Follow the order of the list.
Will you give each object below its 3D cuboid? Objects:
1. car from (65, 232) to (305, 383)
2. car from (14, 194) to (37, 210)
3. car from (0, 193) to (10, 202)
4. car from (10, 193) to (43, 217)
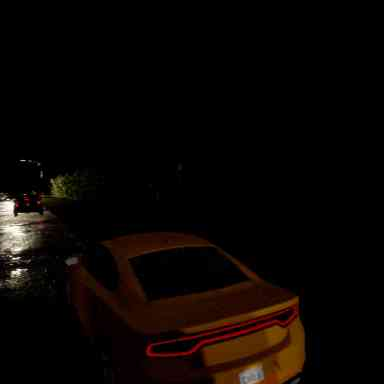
[{"bbox_3d":[-0.671,1.339,4.927,1.882,1.535,5.008,-3,2,-28],"label":"car"},{"bbox_3d":[-18.893,1.013,37.589,2.128,1.511,4.902,-3,2,-27],"label":"car"},{"bbox_3d":[-32.060,0.918,56.531,1.837,1.490,4.892,-3,2,-28],"label":"car"},{"bbox_3d":[-13.697,0.985,27.723,2.097,1.767,4.553,-3,2,-27],"label":"car"}]
